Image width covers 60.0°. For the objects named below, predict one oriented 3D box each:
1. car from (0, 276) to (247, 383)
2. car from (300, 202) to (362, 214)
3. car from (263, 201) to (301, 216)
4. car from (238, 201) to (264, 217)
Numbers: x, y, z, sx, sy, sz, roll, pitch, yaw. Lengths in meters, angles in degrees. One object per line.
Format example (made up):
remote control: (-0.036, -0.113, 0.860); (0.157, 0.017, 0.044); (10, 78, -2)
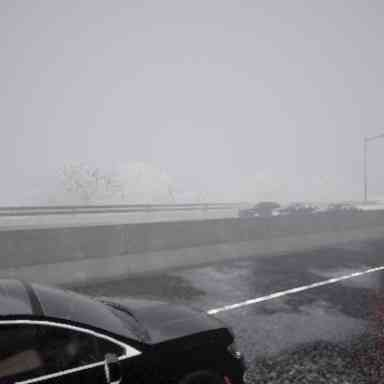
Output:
car: (-1.693, 1.503, 2.663); (4.892, 1.490, 1.837); (0, 0, -35)
car: (10.494, 1.601, 24.164); (4.902, 1.511, 2.128); (0, 0, -35)
car: (8.528, 1.600, 27.060); (4.902, 1.511, 2.128); (0, 0, -35)
car: (6.335, 1.583, 29.799); (5.008, 1.535, 1.882); (0, 0, -35)
